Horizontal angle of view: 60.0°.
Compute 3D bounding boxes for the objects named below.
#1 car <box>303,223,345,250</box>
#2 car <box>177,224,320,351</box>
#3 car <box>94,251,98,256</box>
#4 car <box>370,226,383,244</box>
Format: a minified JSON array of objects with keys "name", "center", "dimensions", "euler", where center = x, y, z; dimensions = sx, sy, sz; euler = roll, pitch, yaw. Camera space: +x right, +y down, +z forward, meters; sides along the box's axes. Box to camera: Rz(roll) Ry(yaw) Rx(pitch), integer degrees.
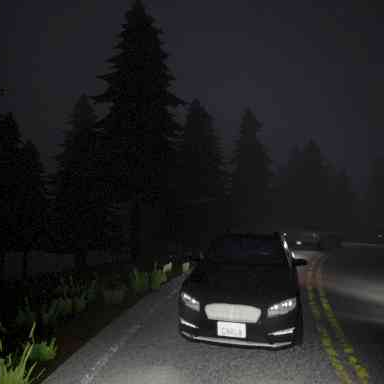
[{"name":"car","center":[6.572,2.316,17.809],"dimensions":[1.895,1.301,4.718],"euler":[-3,-6,39]},{"name":"car","center":[1.139,1.562,6.640],"dimensions":[2.128,1.511,4.902],"euler":[-1,-2,15]},{"name":"car","center":[-20.225,13.651,73.019],"dimensions":[4.181,1.381,1.994],"euler":[-2,-5,31]},{"name":"car","center":[17.129,3.401,27.178],"dimensions":[5.566,2.045,2.150],"euler":[8,-7,-26]}]
